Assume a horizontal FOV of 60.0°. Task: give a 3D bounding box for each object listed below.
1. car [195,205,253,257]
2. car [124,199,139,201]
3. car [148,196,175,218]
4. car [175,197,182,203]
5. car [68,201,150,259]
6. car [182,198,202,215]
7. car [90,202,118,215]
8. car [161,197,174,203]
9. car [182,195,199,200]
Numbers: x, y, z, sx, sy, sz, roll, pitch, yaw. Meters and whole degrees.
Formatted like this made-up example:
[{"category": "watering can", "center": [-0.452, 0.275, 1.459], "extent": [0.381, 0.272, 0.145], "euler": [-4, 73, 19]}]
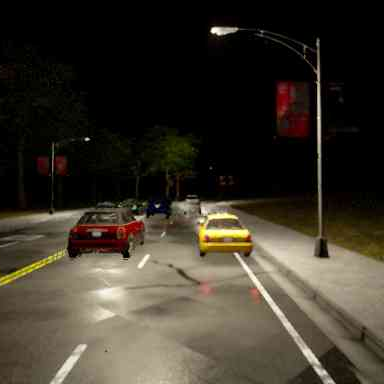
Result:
[{"category": "car", "center": [1.159, 1.525, 13.224], "extent": [1.801, 1.575, 5.366], "euler": [0, 0, 0]}, {"category": "car", "center": [-6.527, 1.549, 35.211], "extent": [2.097, 1.767, 4.553], "euler": [0, 0, 0]}, {"category": "car", "center": [-3.097, 1.401, 32.250], "extent": [2.150, 2.045, 5.566], "euler": [0, 0, 0]}, {"category": "car", "center": [-3.145, 1.753, 75.042], "extent": [1.812, 1.442, 4.674], "euler": [0, 0, 11]}, {"category": "car", "center": [-3.129, 1.421, 13.078], "extent": [2.097, 1.767, 4.553], "euler": [0, 0, 0]}, {"category": "car", "center": [0.107, 1.737, 37.339], "extent": [1.812, 1.442, 4.674], "euler": [0, 0, 1]}, {"category": "car", "center": [-9.776, 1.813, 37.450], "extent": [1.895, 1.301, 4.718], "euler": [0, 0, 0]}, {"category": "car", "center": [-5.805, 1.934, 78.052], "extent": [1.994, 1.385, 4.181], "euler": [0, 0, 11]}, {"category": "car", "center": [0.152, 1.502, 49.345], "extent": [2.150, 2.045, 5.566], "euler": [0, 0, 3]}]
